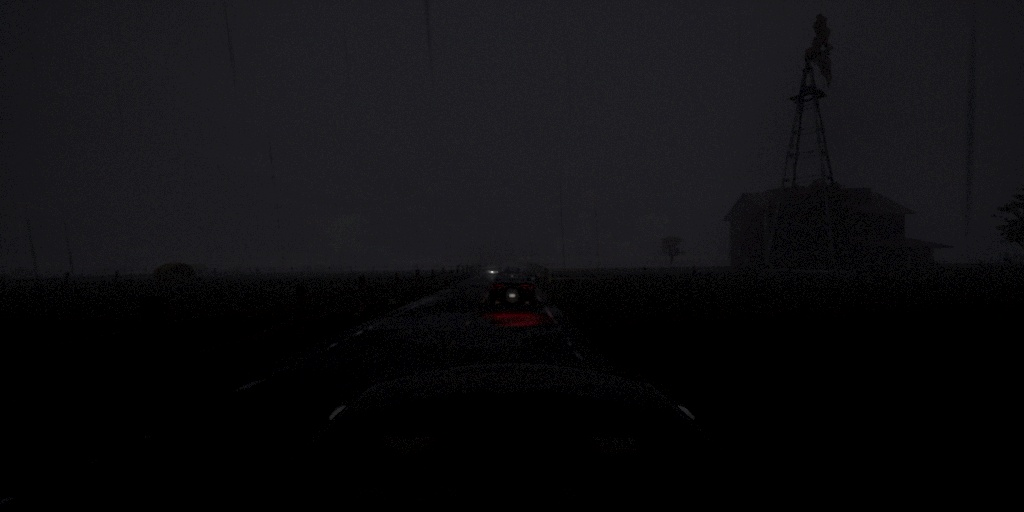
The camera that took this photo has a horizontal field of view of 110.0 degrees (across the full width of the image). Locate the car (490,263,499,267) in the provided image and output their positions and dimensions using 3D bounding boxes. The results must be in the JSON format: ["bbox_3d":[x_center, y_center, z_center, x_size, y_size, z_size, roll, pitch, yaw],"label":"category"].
[{"bbox_3d":[-2.787,1.952,62.938,1.994,1.385,4.181,0,-1,1],"label":"car"}]

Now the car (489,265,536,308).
[{"bbox_3d":[0.033,1.372,16.100,1.882,1.535,5.008,0,0,0],"label":"car"}]
